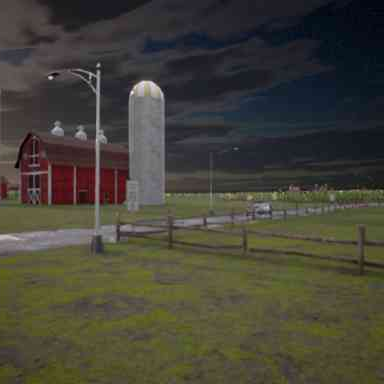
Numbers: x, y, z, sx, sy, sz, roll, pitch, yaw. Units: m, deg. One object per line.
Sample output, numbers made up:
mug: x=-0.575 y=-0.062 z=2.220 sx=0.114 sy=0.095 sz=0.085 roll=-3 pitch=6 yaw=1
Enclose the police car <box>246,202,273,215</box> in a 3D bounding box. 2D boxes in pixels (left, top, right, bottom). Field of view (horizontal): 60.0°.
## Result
police car: x=8.435 y=2.077 z=41.633 sx=2.038 sy=1.542 sz=4.974 roll=0 pitch=-1 yaw=35
